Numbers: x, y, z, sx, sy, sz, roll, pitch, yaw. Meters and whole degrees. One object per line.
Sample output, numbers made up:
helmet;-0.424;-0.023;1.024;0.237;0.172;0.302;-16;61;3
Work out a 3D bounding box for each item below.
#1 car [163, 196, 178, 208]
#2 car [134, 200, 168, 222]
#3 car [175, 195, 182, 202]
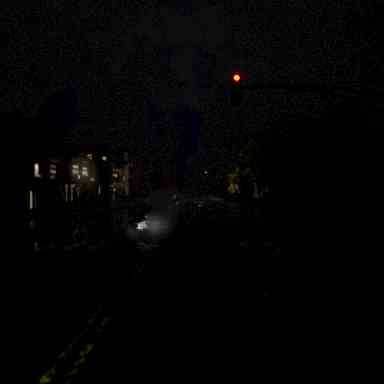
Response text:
car;-3.342;1.589;47.332;1.895;1.301;4.718;0;0;0
car;-3.268;1.589;26.063;1.994;1.385;4.181;0;0;0
car;-3.459;1.498;78.446;2.033;1.411;5.357;0;0;0
